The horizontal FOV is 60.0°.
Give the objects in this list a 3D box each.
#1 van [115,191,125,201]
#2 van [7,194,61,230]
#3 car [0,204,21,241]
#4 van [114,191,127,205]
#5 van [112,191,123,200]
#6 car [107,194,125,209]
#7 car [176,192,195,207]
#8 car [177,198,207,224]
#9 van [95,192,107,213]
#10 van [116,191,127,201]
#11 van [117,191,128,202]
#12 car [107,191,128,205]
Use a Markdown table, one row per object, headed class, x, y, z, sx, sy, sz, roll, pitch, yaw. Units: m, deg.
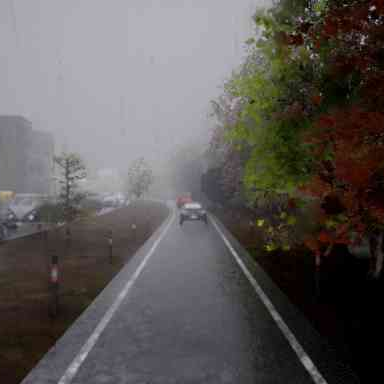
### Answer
| class | x | y | z | sx | sy | sz | roll | pitch | yaw |
| --- | --- | --- | --- | --- | --- | --- | --- | --- | --- |
| van | -15.978 | 0.863 | 73.476 | 1.878 | 1.987 | 4.442 | 1 | -1 | -16 |
| van | -9.076 | 1.101 | 19.500 | 1.878 | 1.987 | 4.442 | 0 | -1 | -2 |
| car | -9.070 | 1.389 | 12.989 | 2.163 | 1.488 | 4.792 | 0 | -1 | -2 |
| van | -11.070 | 0.919 | 51.682 | 1.878 | 1.987 | 4.442 | 1 | -1 | -10 |
| van | -17.687 | 0.878 | 78.803 | 1.878 | 1.987 | 4.442 | 1 | -1 | -21 |
| car | -9.841 | 1.253 | 40.689 | 2.002 | 1.452 | 4.674 | 0 | -1 | -5 |
| car | -0.769 | 0.984 | 41.105 | 2.150 | 2.045 | 5.566 | 0 | 1 | -5 |
| car | 0.091 | 1.406 | 23.405 | 1.812 | 1.442 | 4.674 | 0 | 0 | -1 |
| van | -9.235 | 1.049 | 29.450 | 1.878 | 1.987 | 4.442 | 0 | -1 | -2 |
| van | -14.455 | 0.861 | 68.096 | 1.878 | 1.987 | 4.442 | 1 | -1 | -16 |
| van | -13.110 | 0.869 | 62.680 | 1.878 | 1.987 | 4.442 | 1 | -1 | -15 |
| car | -10.362 | 0.928 | 46.225 | 2.435 | 2.045 | 5.566 | 1 | -1 | -9 |
